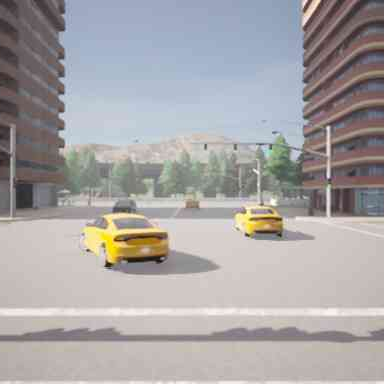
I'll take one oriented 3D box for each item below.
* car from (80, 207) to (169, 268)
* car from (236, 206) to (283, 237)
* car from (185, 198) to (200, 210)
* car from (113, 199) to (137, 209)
[{"bbox_3d":[-2.505,1.499,11.578,1.882,1.535,5.008,1,-1,-29],"label":"car"},{"bbox_3d":[3.585,1.512,18.381,1.882,1.535,5.008,0,0,0],"label":"car"},{"bbox_3d":[0.067,1.562,45.265,1.882,1.535,5.008,0,0,0],"label":"car"},{"bbox_3d":[-7.096,1.544,35.409,1.882,1.535,5.008,0,0,0],"label":"car"}]
